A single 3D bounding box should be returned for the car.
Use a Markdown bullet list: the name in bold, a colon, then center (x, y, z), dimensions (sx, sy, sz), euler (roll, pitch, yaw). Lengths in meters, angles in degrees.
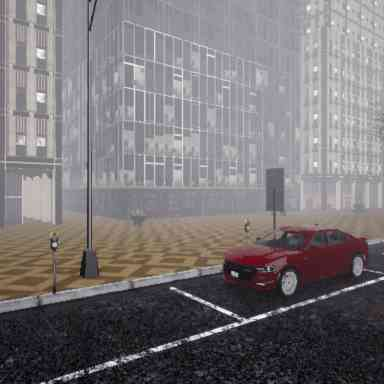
- **car**: center (2.758, 1.545, 8.538), dimensions (4.507, 1.381, 1.887), euler (0, 0, -36)
